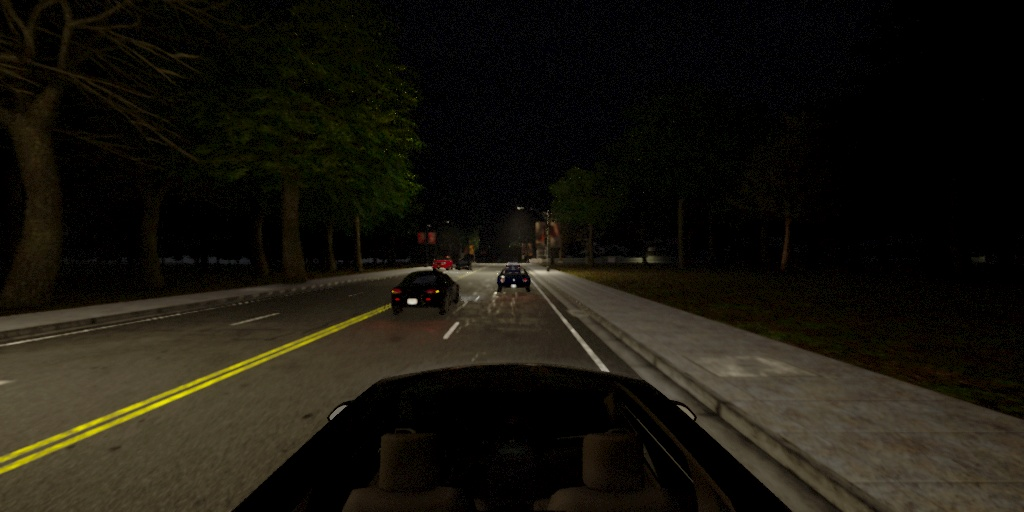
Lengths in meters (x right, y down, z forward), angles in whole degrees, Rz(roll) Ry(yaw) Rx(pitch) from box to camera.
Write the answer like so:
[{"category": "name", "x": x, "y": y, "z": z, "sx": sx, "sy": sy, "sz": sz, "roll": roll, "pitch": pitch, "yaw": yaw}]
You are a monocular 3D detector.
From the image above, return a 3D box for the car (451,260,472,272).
[{"category": "car", "x": -6.530, "y": 1.286, "z": 48.703, "sx": 1.882, "sy": 1.535, "sz": 5.008, "roll": 0, "pitch": 0, "yaw": 0}]

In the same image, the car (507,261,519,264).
[{"category": "car", "x": 0.103, "y": 1.334, "z": 41.350, "sx": 2.033, "sy": 1.411, "sz": 5.357, "roll": 0, "pitch": 0, "yaw": 0}]

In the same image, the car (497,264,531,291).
[{"category": "car", "x": 0.101, "y": 1.352, "z": 21.690, "sx": 1.895, "sy": 1.301, "sz": 4.718, "roll": 0, "pitch": 0, "yaw": 0}]

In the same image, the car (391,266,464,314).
[{"category": "car", "x": -3.149, "y": 1.274, "z": 13.644, "sx": 1.812, "sy": 1.442, "sz": 4.674, "roll": 0, "pitch": 0, "yaw": 0}]

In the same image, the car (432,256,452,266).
[{"category": "car", "x": -9.760, "y": 1.043, "z": 50.778, "sx": 2.150, "sy": 2.045, "sz": 5.566, "roll": 0, "pitch": -1, "yaw": 0}]
